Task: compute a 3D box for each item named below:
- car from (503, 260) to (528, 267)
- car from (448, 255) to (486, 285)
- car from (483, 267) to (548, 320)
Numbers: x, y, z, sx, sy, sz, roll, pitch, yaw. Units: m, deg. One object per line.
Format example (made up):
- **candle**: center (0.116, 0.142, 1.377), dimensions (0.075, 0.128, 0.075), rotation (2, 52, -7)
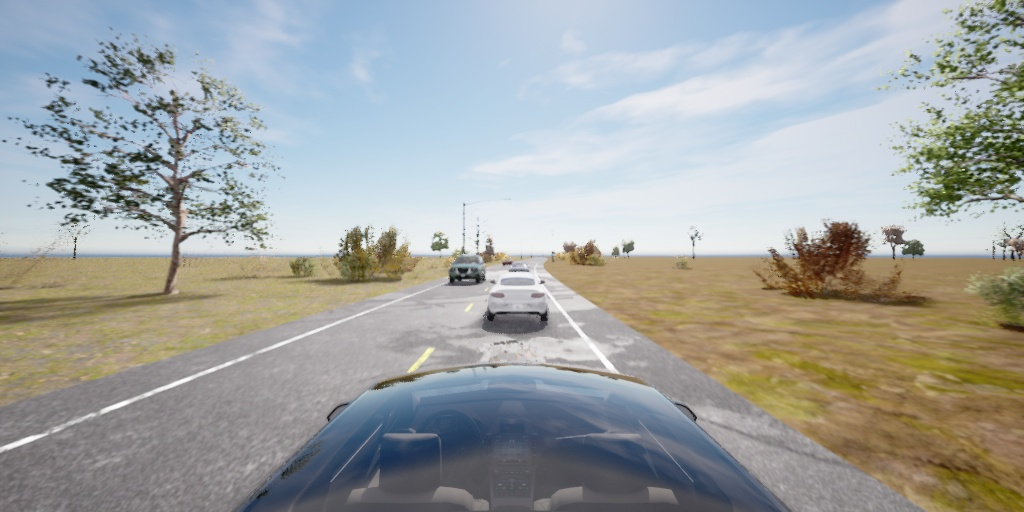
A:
- **car**: center (0.634, 1.282, 30.721), dimensions (2.033, 1.411, 5.357), rotation (0, 0, 2)
- **car**: center (-3.196, 0.957, 26.716), dimensions (2.150, 2.045, 5.566), rotation (0, 0, 2)
- **car**: center (0.195, 1.271, 12.437), dimensions (1.812, 1.442, 4.674), rotation (0, 0, 1)
